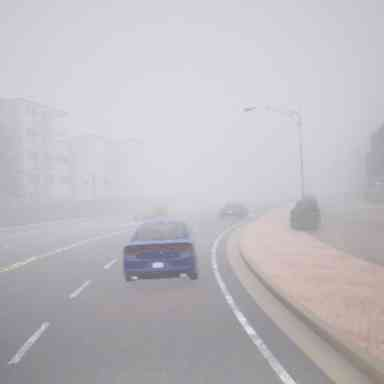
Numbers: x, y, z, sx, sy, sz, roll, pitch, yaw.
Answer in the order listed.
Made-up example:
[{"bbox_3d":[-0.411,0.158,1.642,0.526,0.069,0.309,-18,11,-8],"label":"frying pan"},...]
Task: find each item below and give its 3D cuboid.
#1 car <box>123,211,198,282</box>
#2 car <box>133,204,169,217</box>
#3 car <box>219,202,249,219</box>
[{"bbox_3d":[-0.817,1.573,10.253,1.882,1.535,5.008,-3,0,0],"label":"car"},{"bbox_3d":[-3.604,1.860,30.246,1.812,1.442,4.674,-3,0,20],"label":"car"},{"bbox_3d":[3.755,1.559,29.332,1.994,1.385,4.181,-3,0,19],"label":"car"}]
